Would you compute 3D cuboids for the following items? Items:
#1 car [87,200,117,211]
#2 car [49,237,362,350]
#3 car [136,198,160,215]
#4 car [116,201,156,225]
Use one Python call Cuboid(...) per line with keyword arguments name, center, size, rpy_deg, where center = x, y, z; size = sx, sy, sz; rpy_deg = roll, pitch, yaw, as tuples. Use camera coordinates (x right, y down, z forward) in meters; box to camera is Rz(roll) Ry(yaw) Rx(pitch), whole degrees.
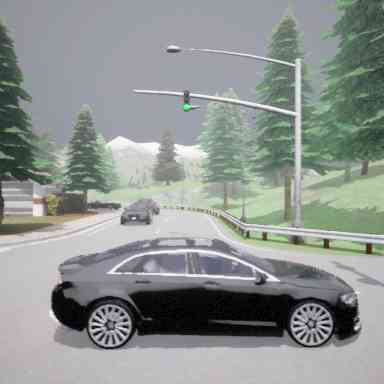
Cuboid(name="car", center=(-11.290, 1.619, 41.675), size=(4.718, 1.301, 1.895), rpy_deg=(0, 0, 14))
Cuboid(name="car", center=(0.221, 1.553, 5.629), size=(4.902, 1.511, 2.128), rpy_deg=(1, 0, -1))
Cuboid(name="car", center=(-4.735, 1.361, 33.921), size=(2.097, 1.767, 4.553), rpy_deg=(0, 0, -19))
Cuboid(name="car", center=(-3.925, 1.570, 24.128), size=(1.994, 1.385, 4.181), rpy_deg=(0, 0, -2))
